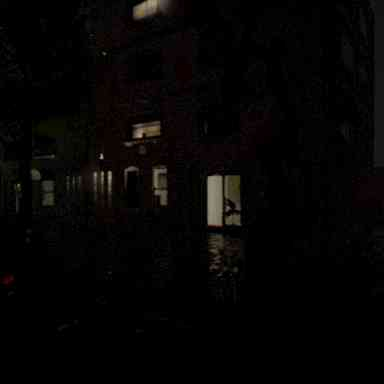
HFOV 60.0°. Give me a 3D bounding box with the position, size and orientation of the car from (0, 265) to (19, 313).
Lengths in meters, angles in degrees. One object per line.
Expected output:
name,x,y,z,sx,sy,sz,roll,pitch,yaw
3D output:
car,-4.972,1.644,6.417,4.206,1.307,1.802,-1,0,35
